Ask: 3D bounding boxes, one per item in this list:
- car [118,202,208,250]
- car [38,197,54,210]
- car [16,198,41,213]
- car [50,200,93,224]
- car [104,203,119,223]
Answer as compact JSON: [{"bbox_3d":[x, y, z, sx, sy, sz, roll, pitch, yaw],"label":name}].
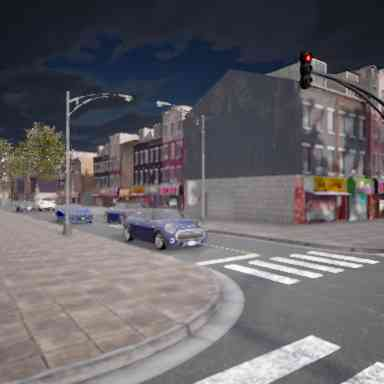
[{"bbox_3d":[-1.294,1.451,14.981,2.097,1.767,4.553,0,-1,-36],"label":"car"},{"bbox_3d":[-21.227,1.694,47.809,2.150,2.045,5.566,0,-1,-36],"label":"car"},{"bbox_3d":[-21.901,1.922,43.855,2.128,1.511,4.902,0,-1,-36],"label":"car"},{"bbox_3d":[-9.368,1.681,26.230,1.882,1.535,5.008,0,-1,-36],"label":"car"},{"bbox_3d":[-4.983,1.537,25.145,2.097,1.767,4.553,0,-1,-35],"label":"car"}]
